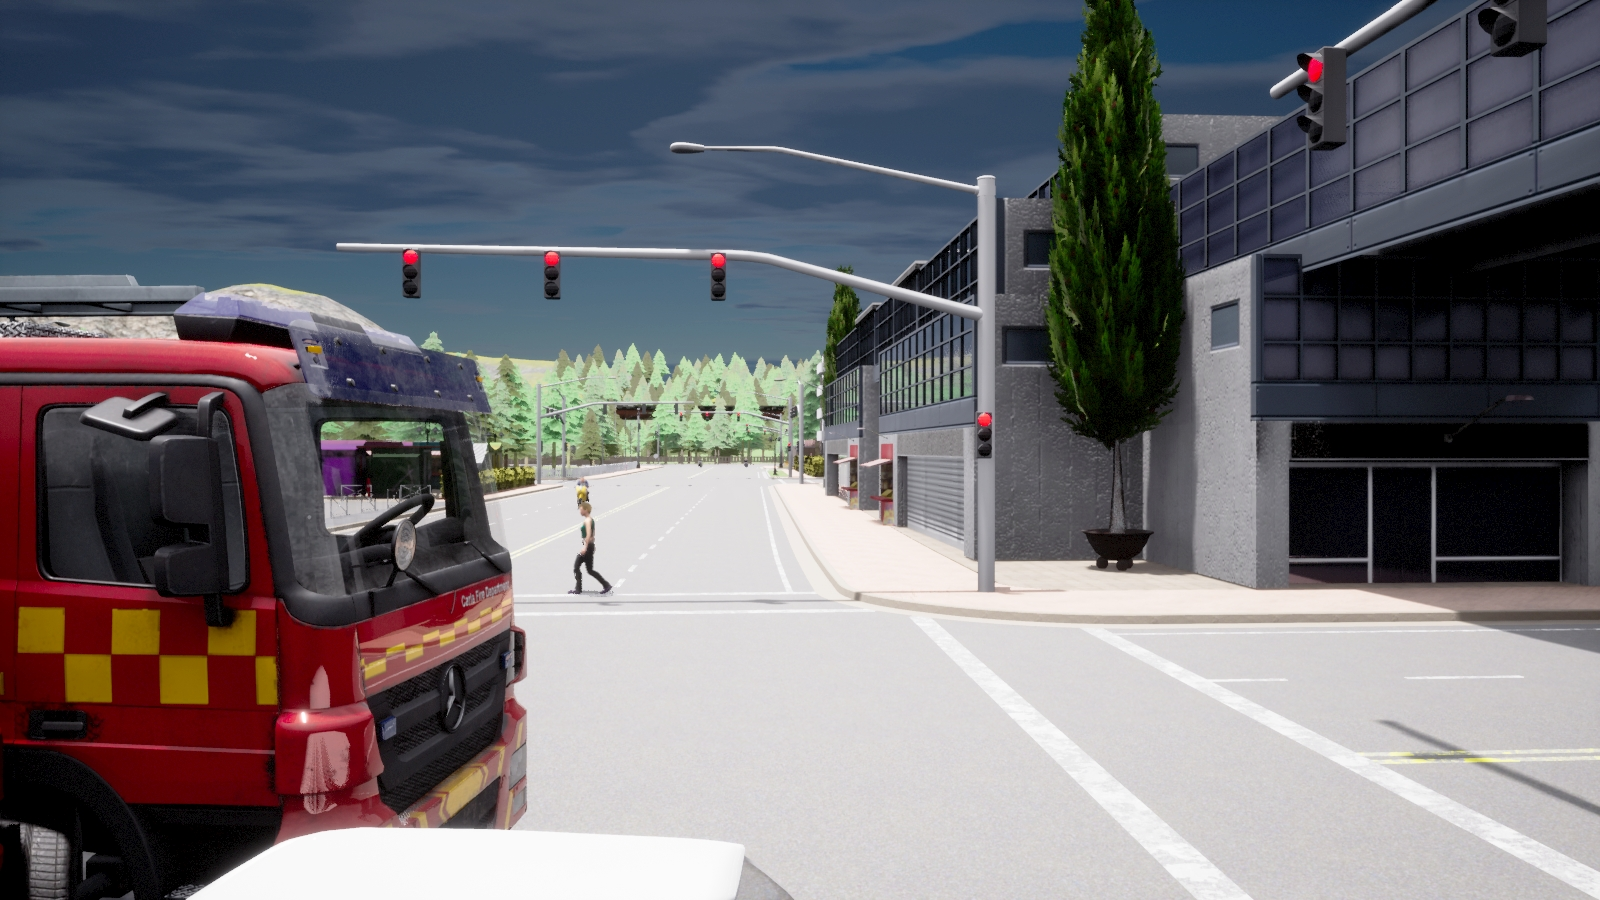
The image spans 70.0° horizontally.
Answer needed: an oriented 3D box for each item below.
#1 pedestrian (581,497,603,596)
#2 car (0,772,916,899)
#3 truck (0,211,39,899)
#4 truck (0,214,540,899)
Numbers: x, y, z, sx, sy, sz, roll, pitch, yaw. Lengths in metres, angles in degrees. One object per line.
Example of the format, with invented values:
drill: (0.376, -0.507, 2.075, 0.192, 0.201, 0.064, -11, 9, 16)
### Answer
pedestrian: (-4.002, 1.848, 21.980, 0.375, 1.860, 0.375, 0, 0, -4)
car: (-1.549, 2.065, 3.579, 3.806, 1.475, 1.970, 0, 0, 5)
truck: (-7.587, 0.890, 3.490, 8.468, 3.827, 2.891, 0, 0, -3)
truck: (-6.102, 0.890, 6.659, 8.468, 3.827, 2.891, 0, 0, 4)
